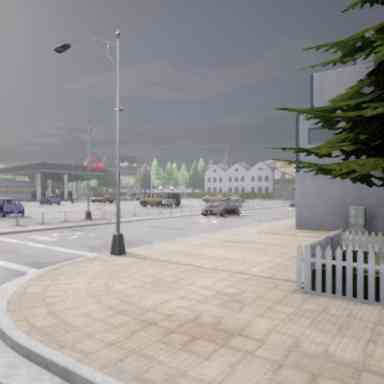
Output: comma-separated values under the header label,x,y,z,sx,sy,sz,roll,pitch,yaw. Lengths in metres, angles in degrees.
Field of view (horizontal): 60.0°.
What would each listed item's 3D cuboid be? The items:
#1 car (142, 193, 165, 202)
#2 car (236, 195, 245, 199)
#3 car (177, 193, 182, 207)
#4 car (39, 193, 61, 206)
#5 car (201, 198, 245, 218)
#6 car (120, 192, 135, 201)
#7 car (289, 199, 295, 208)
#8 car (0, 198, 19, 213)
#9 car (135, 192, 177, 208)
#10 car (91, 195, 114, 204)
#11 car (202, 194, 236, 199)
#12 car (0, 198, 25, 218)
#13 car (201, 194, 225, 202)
label,x,y,z,sx,sy,sz,roll,pitch,yaw
car,-7.961,1.061,68.526,4.605,1.855,1.932,0,0,36
car,7.766,1.210,61.145,3.806,1.475,1.970,0,0,36
car,-3.270,1.054,45.416,3.866,1.878,1.905,0,0,36
car,-21.772,1.282,50.812,3.633,1.501,1.845,0,0,36
car,2.607,1.537,29.584,1.994,1.385,4.181,0,0,36
car,-14.841,1.318,73.481,3.806,1.475,1.970,0,0,36
car,15.275,1.499,46.850,1.812,1.442,4.674,0,0,36
car,-19.935,1.355,34.648,3.806,1.475,1.970,0,0,36
car,-4.645,1.075,42.823,4.605,1.855,1.932,0,0,36
car,-15.862,1.261,58.869,4.514,1.523,2.007,0,0,36
car,4.254,1.131,55.764,5.027,1.636,2.152,0,0,36
car,-15.685,1.351,27.873,3.633,1.501,1.845,0,0,36
car,4.218,1.270,68.253,4.514,1.523,2.007,0,0,36
